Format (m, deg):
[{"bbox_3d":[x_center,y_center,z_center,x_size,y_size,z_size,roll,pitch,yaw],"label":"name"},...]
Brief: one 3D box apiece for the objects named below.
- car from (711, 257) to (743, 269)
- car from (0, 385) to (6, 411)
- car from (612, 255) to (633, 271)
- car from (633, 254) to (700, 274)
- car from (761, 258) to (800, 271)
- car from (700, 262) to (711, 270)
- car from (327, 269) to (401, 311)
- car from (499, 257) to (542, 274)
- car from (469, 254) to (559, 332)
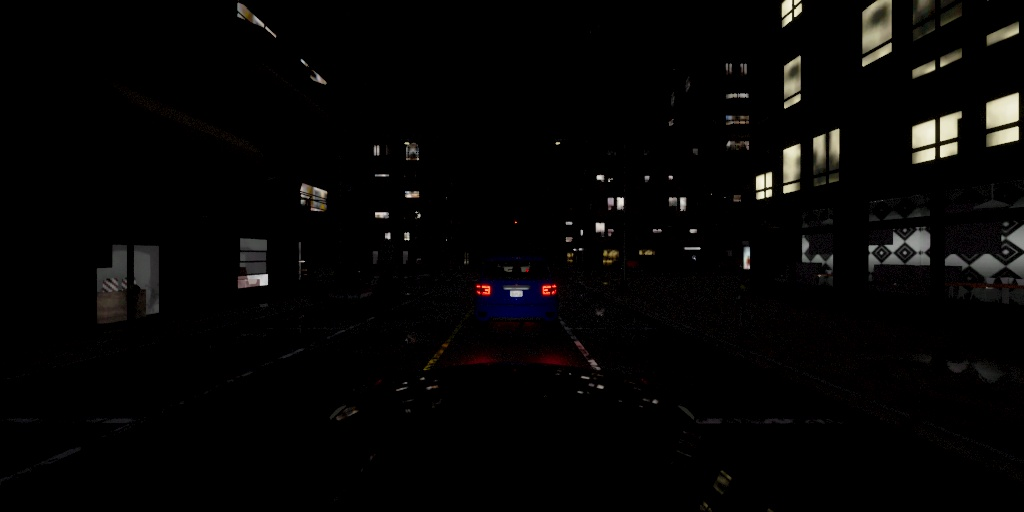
[{"bbox_3d":[25.702,0.824,42.859,4.207,1.307,1.802,0,0,0],"label":"car"},{"bbox_3d":[-5.690,1.300,1.512,2.007,1.370,4.403,0,0,0],"label":"car"},{"bbox_3d":[14.610,0.764,42.771,5.009,1.841,2.192,0,0,0],"label":"car"},{"bbox_3d":[14.738,0.778,34.392,5.009,1.841,2.192,0,0,0],"label":"car"},{"bbox_3d":[25.831,0.822,34.479,4.313,1.339,1.948,0,0,0],"label":"car"},{"bbox_3d":[19.103,0.971,40.216,4.718,1.301,1.895,-1,0,0],"label":"car"},{"bbox_3d":[-5.729,1.332,14.429,1.802,1.307,4.207,0,0,0],"label":"car"},{"bbox_3d":[0.913,1.059,40.072,4.553,1.767,2.097,-1,0,0],"label":"car"},{"bbox_3d":[0.106,0.971,11.021,2.150,2.045,5.566,0,0,0],"label":"car"}]
